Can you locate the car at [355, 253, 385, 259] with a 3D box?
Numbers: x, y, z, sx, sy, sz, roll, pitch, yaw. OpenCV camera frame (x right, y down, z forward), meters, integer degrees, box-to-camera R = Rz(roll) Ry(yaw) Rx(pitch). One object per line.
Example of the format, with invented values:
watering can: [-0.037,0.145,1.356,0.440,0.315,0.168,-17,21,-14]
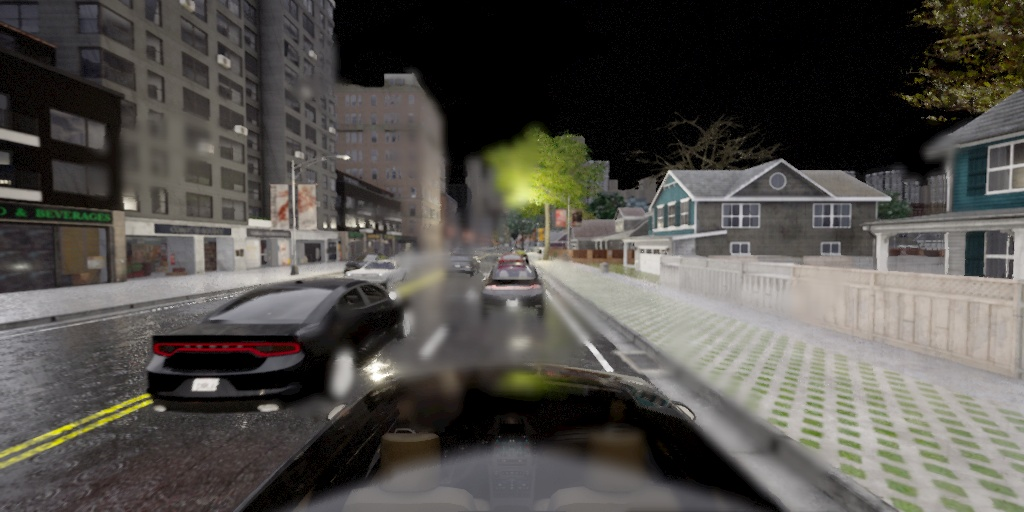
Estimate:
car: [-9.962,0.560,25.241,1.882,1.535,5.008,0,2,0]

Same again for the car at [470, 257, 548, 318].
car: [0.049,0.960,11.566,2.128,1.511,4.902,0,2,0]

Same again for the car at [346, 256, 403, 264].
car: [-6.681,0.880,18.393,1.895,1.301,4.718,0,2,0]

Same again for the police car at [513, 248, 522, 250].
police car: [0.793,0.072,39.656,1.930,1.638,5.238,0,2,0]

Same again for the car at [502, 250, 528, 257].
car: [-0.019,0.517,26.407,1.882,1.535,5.008,0,2,0]

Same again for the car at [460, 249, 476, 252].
car: [-6.837,-0.413,58.800,1.837,1.490,4.892,0,2,0]

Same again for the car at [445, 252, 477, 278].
car: [-3.258,0.649,24.393,2.033,1.411,5.357,0,2,0]

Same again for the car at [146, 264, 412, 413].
car: [-3.171,1.104,6.165,1.882,1.535,5.008,0,2,0]
